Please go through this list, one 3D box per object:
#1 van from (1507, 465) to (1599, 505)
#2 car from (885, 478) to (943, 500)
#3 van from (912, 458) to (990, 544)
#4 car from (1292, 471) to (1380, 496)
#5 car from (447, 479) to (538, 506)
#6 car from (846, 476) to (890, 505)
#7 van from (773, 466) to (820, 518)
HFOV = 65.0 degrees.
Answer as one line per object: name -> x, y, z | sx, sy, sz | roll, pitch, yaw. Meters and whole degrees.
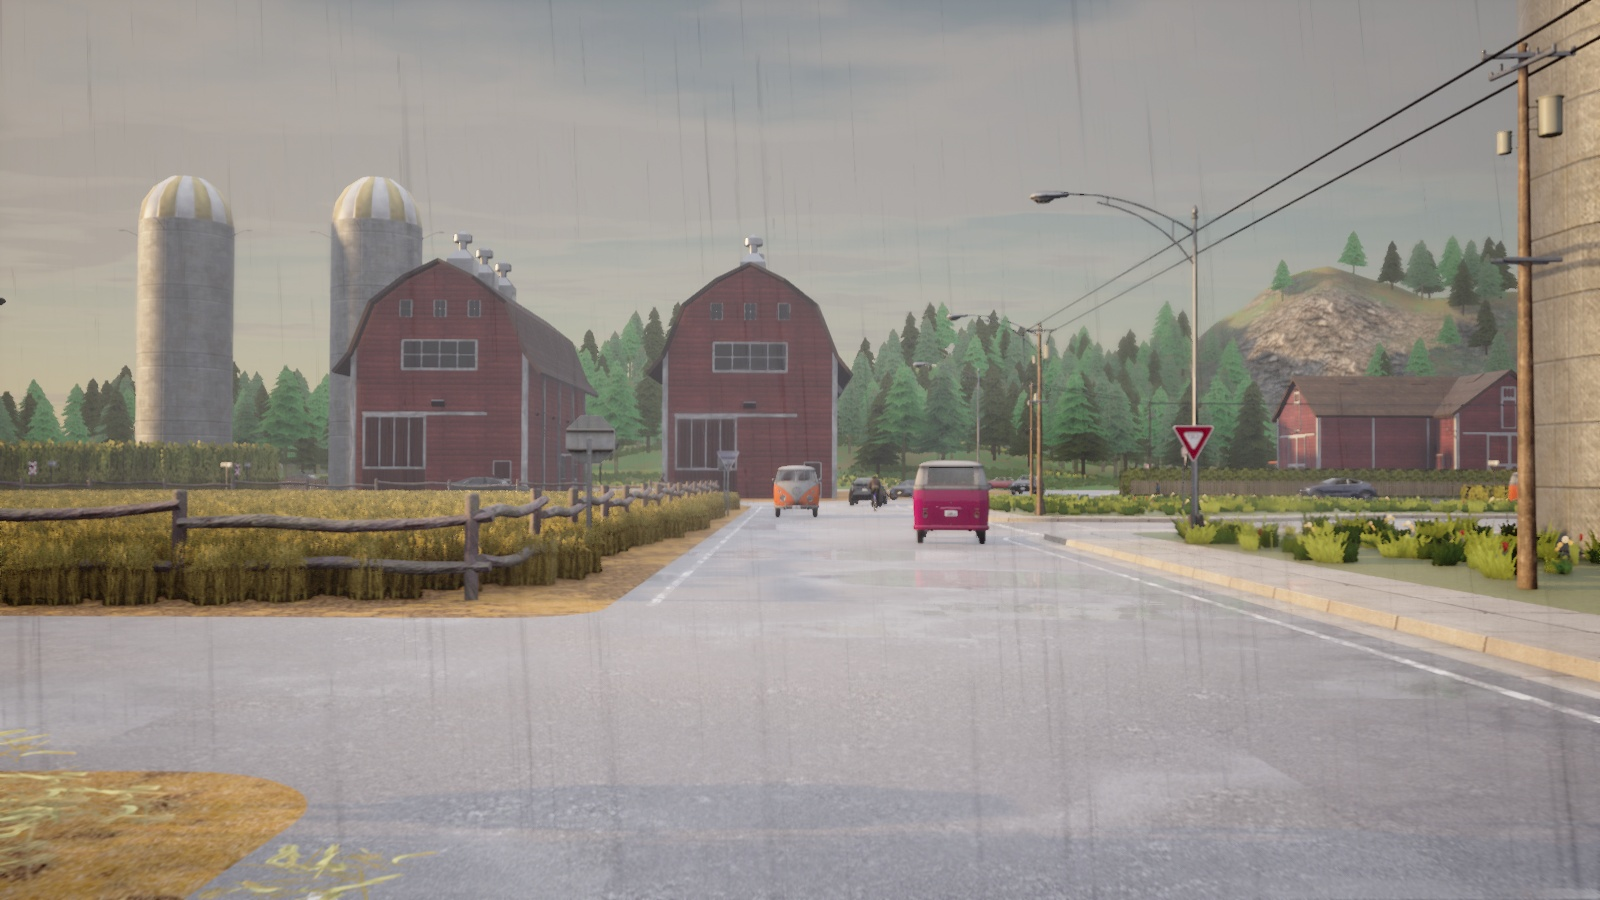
van -> 39.566, 1.813, 65.598 | 4.442, 1.987, 1.775 | -1, -1, 36
car -> 7.436, 2.544, 81.864 | 1.994, 1.385, 4.181 | -1, -1, 34
van -> 3.774, 1.224, 31.188 | 1.775, 1.987, 4.442 | 0, -1, 7
car -> 36.233, 2.266, 85.005 | 5.027, 1.651, 2.152 | 0, -1, 0
car -> -17.909, 2.460, 73.275 | 4.892, 1.490, 1.837 | 0, -1, -3
car -> 3.803, 2.219, 69.329 | 2.007, 1.525, 4.514 | 0, -1, 8
van -> -0.123, 1.633, 49.656 | 1.775, 1.987, 4.442 | 0, -1, 0
